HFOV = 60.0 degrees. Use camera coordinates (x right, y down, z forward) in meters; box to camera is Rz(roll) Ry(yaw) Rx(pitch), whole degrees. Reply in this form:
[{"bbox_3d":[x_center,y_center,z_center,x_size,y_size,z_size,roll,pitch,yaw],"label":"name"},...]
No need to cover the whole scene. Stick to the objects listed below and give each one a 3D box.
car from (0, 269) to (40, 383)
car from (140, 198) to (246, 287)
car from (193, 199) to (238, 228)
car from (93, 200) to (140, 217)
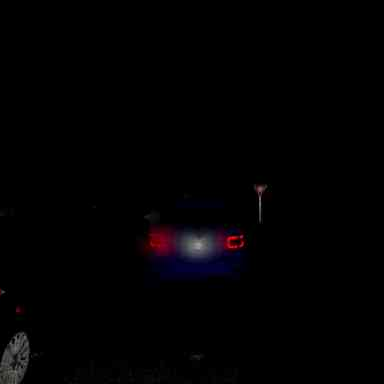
[{"bbox_3d":[-2.841,1.466,2.283,2.128,1.511,4.902,1,0,0],"label":"car"},{"bbox_3d":[0.126,1.154,9.267,2.150,2.045,5.566,0,1,0],"label":"car"},{"bbox_3d":[1.699,1.315,22.064,1.882,1.535,5.008,0,0,18],"label":"car"},{"bbox_3d":[-6.046,1.359,27.778,4.181,1.385,1.994,0,0,3],"label":"car"}]
